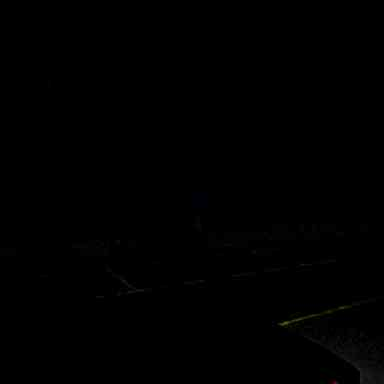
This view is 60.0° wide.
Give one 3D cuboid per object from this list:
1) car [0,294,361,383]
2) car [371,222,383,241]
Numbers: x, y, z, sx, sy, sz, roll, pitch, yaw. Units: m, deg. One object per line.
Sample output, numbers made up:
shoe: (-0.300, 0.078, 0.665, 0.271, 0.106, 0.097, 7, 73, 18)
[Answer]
car: (-1.147, 1.547, 2.286, 5.357, 1.411, 2.033, 0, 0, -30)
car: (10.181, 1.564, 15.382, 4.313, 1.339, 1.947, 0, 0, -30)
